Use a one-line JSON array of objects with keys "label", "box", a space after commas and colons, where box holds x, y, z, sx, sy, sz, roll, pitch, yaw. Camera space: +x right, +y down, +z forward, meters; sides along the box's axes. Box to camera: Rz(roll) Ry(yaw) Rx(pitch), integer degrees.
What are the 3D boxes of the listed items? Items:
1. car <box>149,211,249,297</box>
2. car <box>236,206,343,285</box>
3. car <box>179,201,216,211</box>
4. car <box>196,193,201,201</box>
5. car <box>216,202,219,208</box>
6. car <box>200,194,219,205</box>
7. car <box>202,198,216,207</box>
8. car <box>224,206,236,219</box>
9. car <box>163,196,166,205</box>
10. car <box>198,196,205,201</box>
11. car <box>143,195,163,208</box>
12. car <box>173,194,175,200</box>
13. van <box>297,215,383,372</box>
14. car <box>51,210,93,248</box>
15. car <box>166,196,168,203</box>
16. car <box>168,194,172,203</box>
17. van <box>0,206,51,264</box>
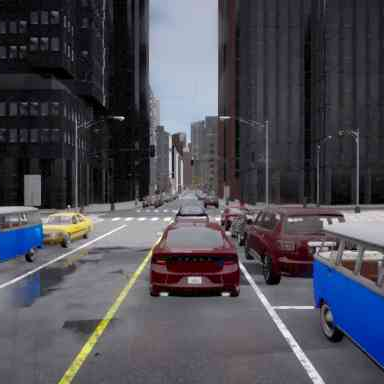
[{"label": "car", "box": [0.061, 1.478, 8.618, 1.882, 1.535, 5.008, 0, 0, 0]}, {"label": "car", "box": [2.754, 1.315, 9.429, 2.192, 1.841, 5.009, 0, 0, 0]}, {"label": "car", "box": [-0.013, 1.494, 19.027, 2.128, 1.511, 4.902, 0, 0, 0]}, {"label": "car", "box": [2.691, 1.641, 87.027, 1.887, 1.381, 4.507, 0, 0, 0]}, {"label": "car", "box": [2.744, 1.548, 20.480, 1.887, 1.381, 4.507, 0, 0, 0]}, {"label": "car", "box": [2.721, 1.337, 47.521, 2.192, 1.841, 5.009, 0, 0, 0]}, {"label": "car", "box": [2.718, 1.594, 53.165, 1.947, 1.339, 4.313, 0, 0, 0]}, {"label": "car", "box": [2.749, 1.552, 14.955, 2.008, 1.369, 4.403, 0, 0, 0]}, {"label": "car", "box": [-5.808, 1.343, 53.167, 2.192, 1.841, 5.009, 0, 0, 0]}, {"label": "car", "box": [2.687, 1.676, 92.672, 1.947, 1.339, 4.313, 0, 0, 0]}, {"label": "car", "box": [-5.804, 1.337, 47.524, 2.192, 1.841, 5.009, 0, 0, 0]}, {"label": "car", "box": [-5.830, 1.626, 81.383, 1.887, 1.381, 4.507, 0, 0, 0]}, {"label": "van", "box": [2.760, 1.341, 3.903, 1.690, 1.788, 3.998, 0, 0, 0]}, {"label": "car", "box": [-5.778, 1.527, 14.789, 1.752, 1.417, 4.829, 0, 0, 0]}, {"label": "car", "box": [-5.811, 1.601, 58.810, 1.947, 1.339, 4.313, 0, 0, 0]}, {"label": "car", "box": [-5.821, 1.621, 70.097, 1.947, 1.339, 4.313, 0, 0, 0]}, {"label": "van", "box": [-5.776, 1.341, 9.435, 1.690, 1.788, 3.998, 0, 0, 0]}]
